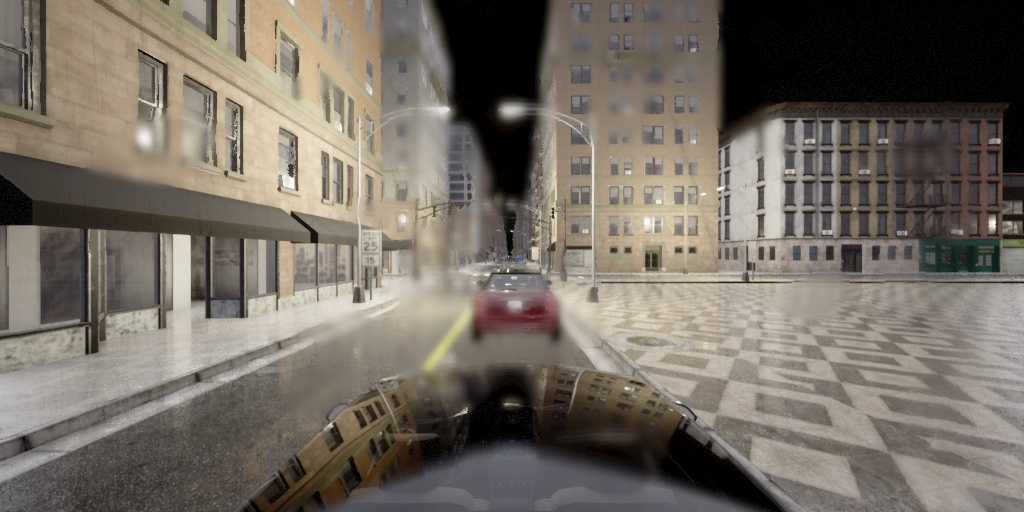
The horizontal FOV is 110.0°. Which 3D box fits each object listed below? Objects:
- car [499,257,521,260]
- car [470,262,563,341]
[{"bbox_3d":[0.051,1.100,19.793,2.097,1.767,4.553,0,0,-1],"label":"car"},{"bbox_3d":[0.102,1.101,9.977,2.097,1.767,4.553,0,0,0],"label":"car"}]
